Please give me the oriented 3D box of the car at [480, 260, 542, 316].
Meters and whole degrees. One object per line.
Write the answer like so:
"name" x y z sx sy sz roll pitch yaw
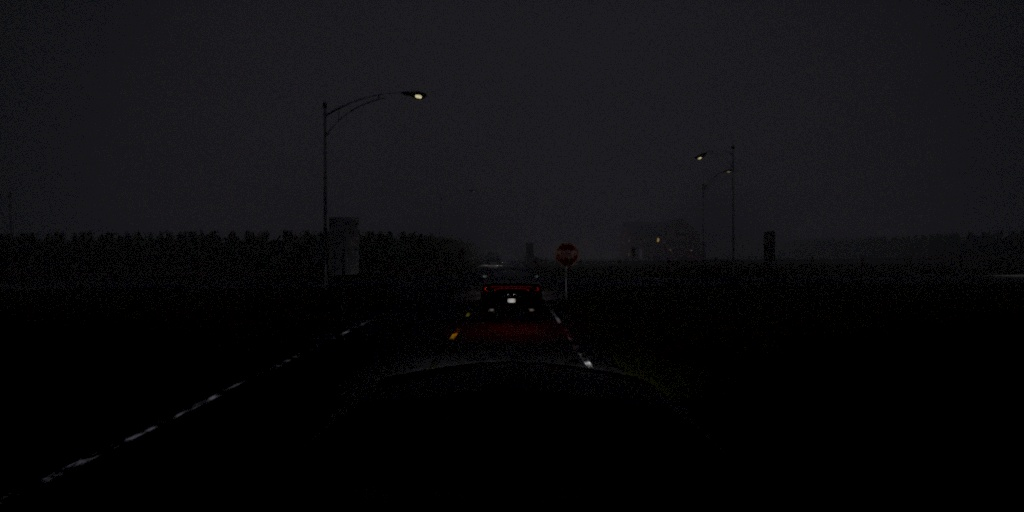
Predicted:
"car" -0.050 1.087 12.686 1.882 1.535 5.008 0 1 -1

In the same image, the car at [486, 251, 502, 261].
"car" -2.922 0.299 56.875 2.150 2.045 5.566 0 1 0
